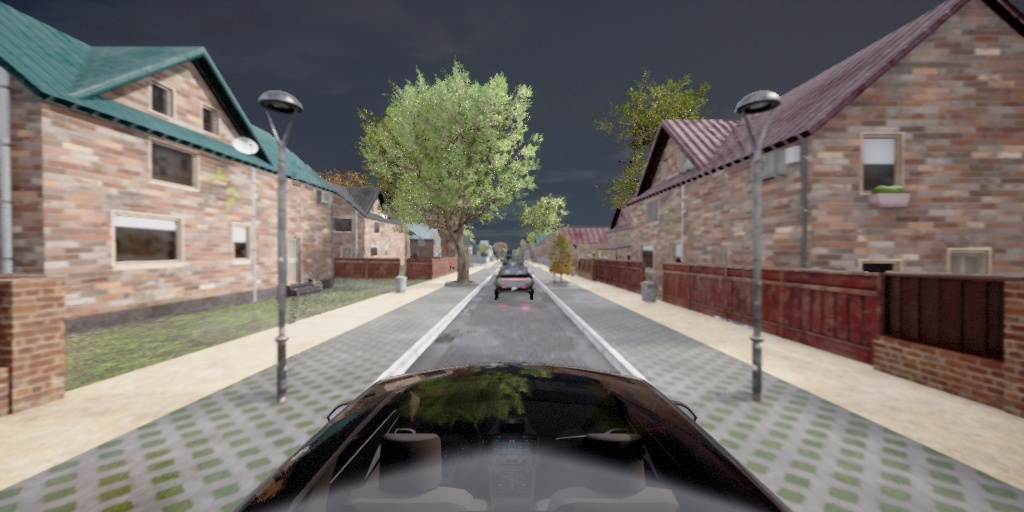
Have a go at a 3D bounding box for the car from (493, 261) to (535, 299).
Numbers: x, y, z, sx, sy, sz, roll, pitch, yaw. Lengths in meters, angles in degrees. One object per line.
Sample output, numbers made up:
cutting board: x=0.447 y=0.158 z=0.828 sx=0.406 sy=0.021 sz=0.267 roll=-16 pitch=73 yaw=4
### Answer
car: x=0.096 y=1.198 z=17.782 sx=2.128 sy=1.511 sz=4.902 roll=0 pitch=0 yaw=0

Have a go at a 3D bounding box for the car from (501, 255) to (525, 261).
car: x=0.091 y=0.891 z=35.433 sx=2.150 sy=2.045 sz=5.566 roll=0 pitch=0 yaw=0
